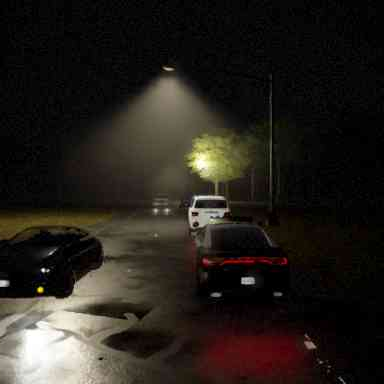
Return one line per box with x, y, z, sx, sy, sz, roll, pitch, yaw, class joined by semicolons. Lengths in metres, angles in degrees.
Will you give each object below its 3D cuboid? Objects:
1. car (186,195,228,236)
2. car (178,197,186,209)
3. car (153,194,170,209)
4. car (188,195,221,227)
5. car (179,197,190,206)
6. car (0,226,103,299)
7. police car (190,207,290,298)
0.902;1.244;18.642;2.150;2.045;5.566;0;0;-1;car
-0.783;1.643;46.168;1.994;1.385;4.181;0;0;-1;car
-4.424;1.309;48.552;2.150;2.045;5.566;0;0;-3;car
0.808;1.249;24.651;2.150;2.045;5.566;0;0;-1;car
-1.322;1.624;59.870;1.837;1.490;4.892;-1;0;-3;car
-3.646;1.570;8.374;1.994;1.385;4.181;0;0;0;car
1.009;1.428;8.696;1.930;1.638;5.238;0;0;0;police car
